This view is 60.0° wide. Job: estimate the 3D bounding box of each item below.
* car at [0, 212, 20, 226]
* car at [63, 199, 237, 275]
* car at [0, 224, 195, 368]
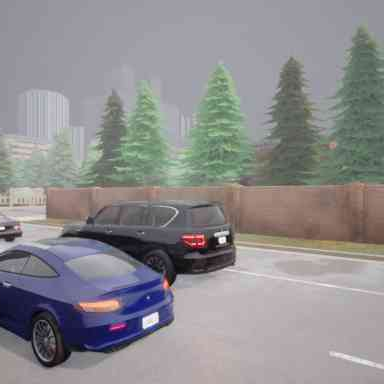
[{"bbox_3d":[-9.760,1.547,15.263,5.357,1.411,2.033,0,0,39],"label":"car"},{"bbox_3d":[-1.463,1.221,9.348,5.566,2.045,2.150,0,0,36],"label":"car"},{"bbox_3d":[-2.415,1.525,5.731,4.674,1.442,1.812,0,0,36],"label":"car"}]
